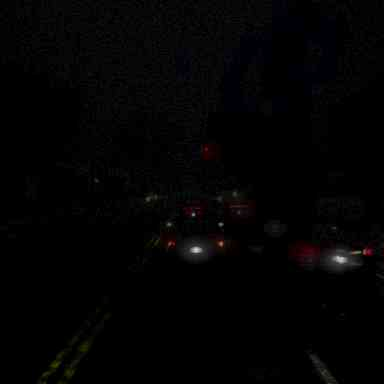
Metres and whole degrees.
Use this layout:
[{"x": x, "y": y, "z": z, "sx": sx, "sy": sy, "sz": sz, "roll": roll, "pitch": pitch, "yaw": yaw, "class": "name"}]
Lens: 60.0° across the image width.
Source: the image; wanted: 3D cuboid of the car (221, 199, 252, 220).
[{"x": 3.353, "y": 1.270, "z": 25.496, "sx": 2.128, "sy": 1.511, "sz": 4.902, "roll": 0, "pitch": 0, "yaw": 0, "class": "car"}]

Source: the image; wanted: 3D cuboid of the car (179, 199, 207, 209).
[{"x": 0.103, "y": 1.282, "z": 25.581, "sx": 1.837, "sy": 1.490, "sz": 4.892, "roll": 0, "pitch": 0, "yaw": 0, "class": "car"}]

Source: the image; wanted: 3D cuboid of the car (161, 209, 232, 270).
[{"x": 0.103, "y": 1.471, "z": 10.694, "sx": 1.994, "sy": 1.385, "sz": 4.181, "roll": 0, "pitch": 0, "yaw": 0, "class": "car"}]

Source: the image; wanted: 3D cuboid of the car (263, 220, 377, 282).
[{"x": 3.349, "y": 1.482, "z": 9.517, "sx": 1.994, "sy": 1.385, "sz": 4.181, "roll": 0, "pitch": 1, "yaw": 0, "class": "car"}]
